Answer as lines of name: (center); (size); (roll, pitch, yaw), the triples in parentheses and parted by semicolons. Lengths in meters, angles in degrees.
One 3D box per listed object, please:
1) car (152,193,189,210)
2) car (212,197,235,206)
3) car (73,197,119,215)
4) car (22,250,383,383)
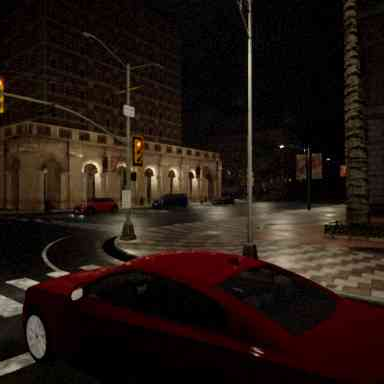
car: (-2.743, 1.211, 43.415); (2.150, 2.045, 5.566); (0, 0, 38)
car: (5.074, 1.483, 53.442); (2.128, 1.511, 4.902); (0, 0, 38)
car: (-9.887, 1.343, 34.369); (2.097, 1.767, 4.553); (0, 0, 39)
car: (-0.206, 1.477, 4.081); (5.008, 1.535, 1.882); (0, 0, 38)
